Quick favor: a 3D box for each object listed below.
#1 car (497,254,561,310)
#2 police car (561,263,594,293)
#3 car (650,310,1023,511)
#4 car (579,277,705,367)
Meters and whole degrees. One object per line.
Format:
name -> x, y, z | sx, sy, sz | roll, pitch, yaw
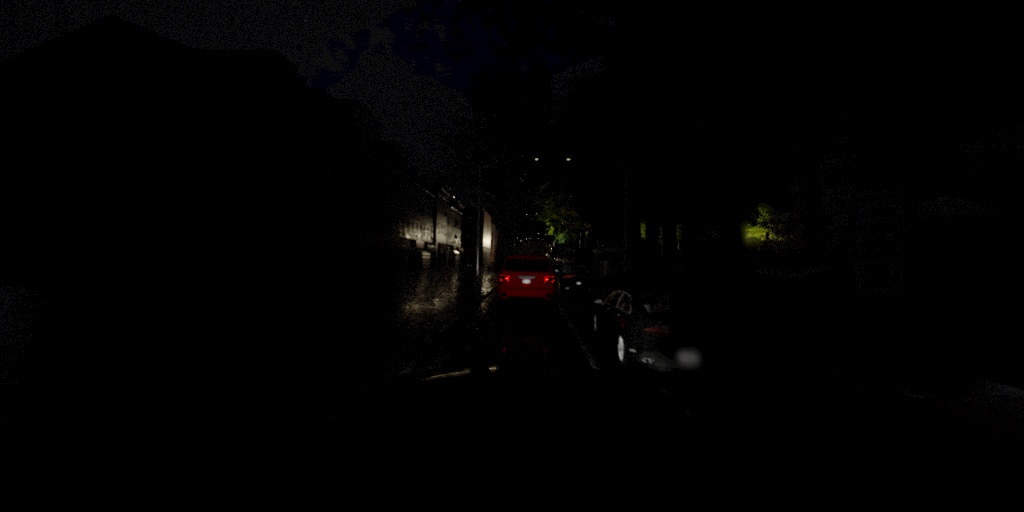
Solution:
car -> 0.652, 0.967, 15.075 | 2.150, 2.045, 5.566 | 1, 0, 3
police car -> 3.638, 1.226, 21.401 | 1.930, 1.638, 5.238 | 1, 0, 3
car -> 2.602, 1.386, 2.476 | 1.802, 1.307, 4.207 | 0, 0, 3
car -> 2.844, 1.352, 7.754 | 2.007, 1.370, 4.403 | 0, 0, 3
